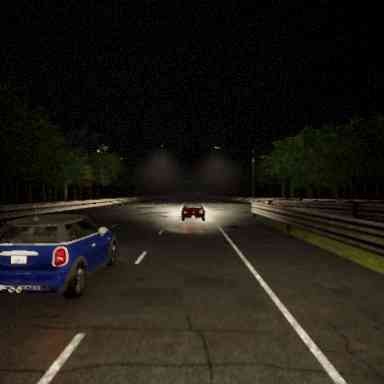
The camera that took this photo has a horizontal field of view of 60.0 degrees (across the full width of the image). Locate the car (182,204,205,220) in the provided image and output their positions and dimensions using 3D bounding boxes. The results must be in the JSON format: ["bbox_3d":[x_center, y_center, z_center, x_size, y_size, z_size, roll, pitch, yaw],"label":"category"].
[{"bbox_3d":[0.103,1.644,28.181,1.895,1.301,4.718,0,0,0],"label":"car"}]

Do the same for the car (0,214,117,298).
[{"bbox_3d":[-3.398,1.356,8.664,2.097,1.767,4.553,0,0,0],"label":"car"}]
